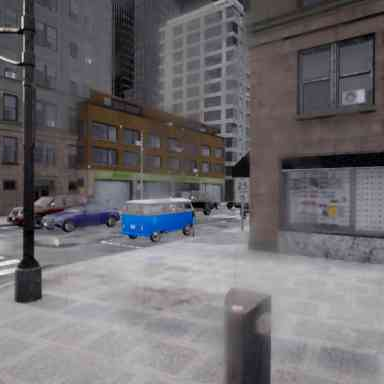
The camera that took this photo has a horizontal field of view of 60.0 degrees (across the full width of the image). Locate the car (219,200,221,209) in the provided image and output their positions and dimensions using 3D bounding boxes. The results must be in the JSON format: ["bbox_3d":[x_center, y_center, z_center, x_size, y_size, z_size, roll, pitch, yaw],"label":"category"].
[{"bbox_3d":[1.341,1.166,34.091,1.947,1.339,4.313,1,2,35],"label":"car"}]

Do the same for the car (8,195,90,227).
[{"bbox_3d":[-8.368,1.123,20.344,2.192,1.841,5.009,1,1,35],"label":"car"}]

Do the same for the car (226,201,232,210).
[{"bbox_3d":[5.485,1.178,35.344,1.895,1.301,4.718,1,1,36],"label":"car"}]

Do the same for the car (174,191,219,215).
[{"bbox_3d":[-0.376,0.924,27.056,2.150,2.045,5.566,0,1,35],"label":"car"}]

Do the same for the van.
[{"bbox_3d":[-1.406,1.208,15.425,1.690,1.788,3.998,1,1,35],"label":"van"}]

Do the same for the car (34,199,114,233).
[{"bbox_3d":[-6.145,1.350,18.898,1.812,1.442,4.674,0,1,35],"label":"car"}]

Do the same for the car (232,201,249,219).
[{"bbox_3d":[5.066,1.280,24.589,2.008,1.369,4.403,1,1,35],"label":"car"}]
